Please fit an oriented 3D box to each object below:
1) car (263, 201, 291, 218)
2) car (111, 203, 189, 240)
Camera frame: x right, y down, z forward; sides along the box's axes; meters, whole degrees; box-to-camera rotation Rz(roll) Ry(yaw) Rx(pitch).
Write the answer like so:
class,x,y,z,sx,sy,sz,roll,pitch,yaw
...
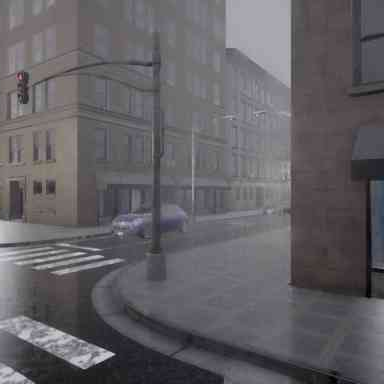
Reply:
class,x,y,z,sx,sy,sz,roll,pitch,yaw
car,8.664,1.675,33.015,2.128,1.511,4.902,0,0,35
car,-2.142,1.435,17.842,2.097,1.767,4.553,0,-1,36
